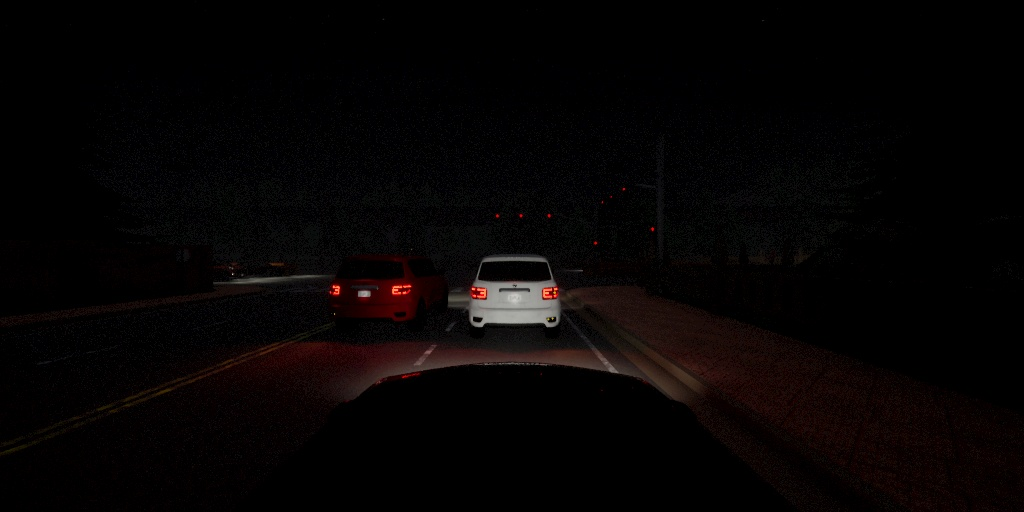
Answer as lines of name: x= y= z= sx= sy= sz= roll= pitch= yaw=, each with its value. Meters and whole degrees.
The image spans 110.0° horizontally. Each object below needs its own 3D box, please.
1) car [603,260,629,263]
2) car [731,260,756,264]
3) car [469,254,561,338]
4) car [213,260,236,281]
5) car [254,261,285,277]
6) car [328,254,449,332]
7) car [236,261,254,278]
car: x=13.584 y=1.254 z=49.060 sx=4.892 sy=1.490 sz=1.837 roll=0 pitch=0 yaw=0
car: x=30.441 y=1.292 z=48.971 sx=5.357 sy=1.411 sz=2.033 roll=0 pitch=0 yaw=0
car: x=0.079 y=0.971 z=10.322 sx=2.150 sy=2.045 sz=5.566 roll=0 pitch=0 yaw=1
car: x=-25.077 y=1.228 z=28.119 sx=5.008 sy=1.535 sz=1.882 roll=0 pitch=0 yaw=0
car: x=-24.955 y=1.228 z=35.119 sx=5.008 sy=1.535 sz=1.882 roll=0 pitch=0 yaw=0
car: x=-3.420 y=0.971 z=11.003 sx=2.150 sy=2.045 sz=5.566 roll=0 pitch=0 yaw=0
car: x=-26.017 y=1.102 z=31.628 sx=4.553 sy=1.767 sz=2.097 roll=0 pitch=0 yaw=0
